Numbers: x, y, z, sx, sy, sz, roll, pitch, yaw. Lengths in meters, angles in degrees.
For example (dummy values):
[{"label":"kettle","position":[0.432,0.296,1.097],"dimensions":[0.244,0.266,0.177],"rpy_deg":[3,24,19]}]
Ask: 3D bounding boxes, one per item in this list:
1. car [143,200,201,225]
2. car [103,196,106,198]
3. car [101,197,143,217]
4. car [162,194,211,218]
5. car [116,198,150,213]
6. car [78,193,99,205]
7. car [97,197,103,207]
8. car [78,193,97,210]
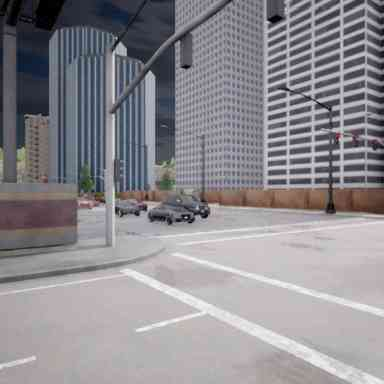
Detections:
[{"label":"car","position":[-1.563,1.564,24.257],"dimensions":[1.994,1.385,4.181],"rpy_deg":[0,0,-35]},{"label":"car","position":[-16.667,1.547,64.169],"dimensions":[2.033,1.411,5.357],"rpy_deg":[0,0,-34]},{"label":"car","position":[-6.541,1.504,31.303],"dimensions":[1.837,1.490,4.892],"rpy_deg":[0,0,-35]},{"label":"car","position":[-0.715,1.221,29.123],"dimensions":[2.150,2.045,5.566],"rpy_deg":[0,0,-35]},{"label":"car","position":[-6.770,1.477,37.700],"dimensions":[1.882,1.535,5.008],"rpy_deg":[0,0,-35]},{"label":"car","position":[-19.256,1.222,61.785],"dimensions":[2.150,2.045,5.566],"rpy_deg":[0,0,-35]},{"label":"car","position":[-15.637,1.600,50.351],"dimensions":[1.895,1.301,4.718],"rpy_deg":[0,0,-35]},{"label":"car","position":[-14.130,1.355,42.076],"dimensions":[2.097,1.767,4.553],"rpy_deg":[0,0,-35]}]
